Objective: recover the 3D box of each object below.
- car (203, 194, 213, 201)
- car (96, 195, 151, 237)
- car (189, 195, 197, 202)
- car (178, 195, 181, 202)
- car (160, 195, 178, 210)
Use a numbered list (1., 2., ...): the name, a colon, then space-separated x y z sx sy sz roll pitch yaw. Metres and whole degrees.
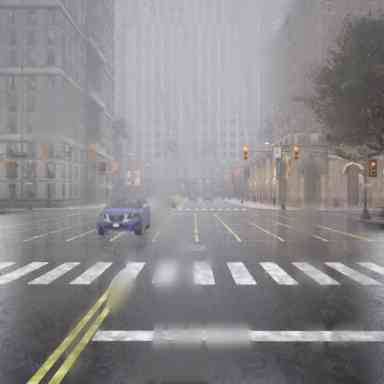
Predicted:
1. car: 3.717 1.280 78.527 2.097 1.767 4.553 0 0 1
2. car: -3.591 1.221 18.505 2.150 2.045 5.566 0 0 0
3. car: 0.217 1.449 78.594 2.128 1.511 4.902 0 0 1
4. car: -3.543 1.477 59.890 1.882 1.535 5.008 0 0 0
5. car: -3.168 1.506 44.000 1.837 1.490 4.892 0 0 -5
